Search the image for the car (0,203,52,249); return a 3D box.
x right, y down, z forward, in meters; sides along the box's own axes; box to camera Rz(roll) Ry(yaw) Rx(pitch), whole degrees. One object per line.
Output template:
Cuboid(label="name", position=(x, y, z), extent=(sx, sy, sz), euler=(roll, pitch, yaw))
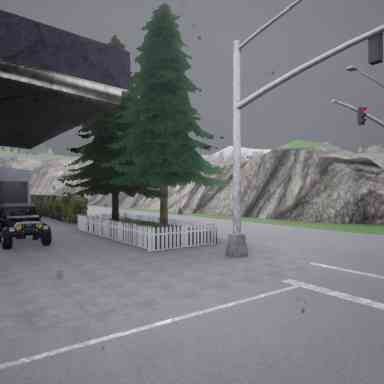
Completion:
Cuboid(label="car", position=(-8.074, 1.505, 15.784), extent=(1.905, 1.878, 3.866), euler=(0, 0, -37))
